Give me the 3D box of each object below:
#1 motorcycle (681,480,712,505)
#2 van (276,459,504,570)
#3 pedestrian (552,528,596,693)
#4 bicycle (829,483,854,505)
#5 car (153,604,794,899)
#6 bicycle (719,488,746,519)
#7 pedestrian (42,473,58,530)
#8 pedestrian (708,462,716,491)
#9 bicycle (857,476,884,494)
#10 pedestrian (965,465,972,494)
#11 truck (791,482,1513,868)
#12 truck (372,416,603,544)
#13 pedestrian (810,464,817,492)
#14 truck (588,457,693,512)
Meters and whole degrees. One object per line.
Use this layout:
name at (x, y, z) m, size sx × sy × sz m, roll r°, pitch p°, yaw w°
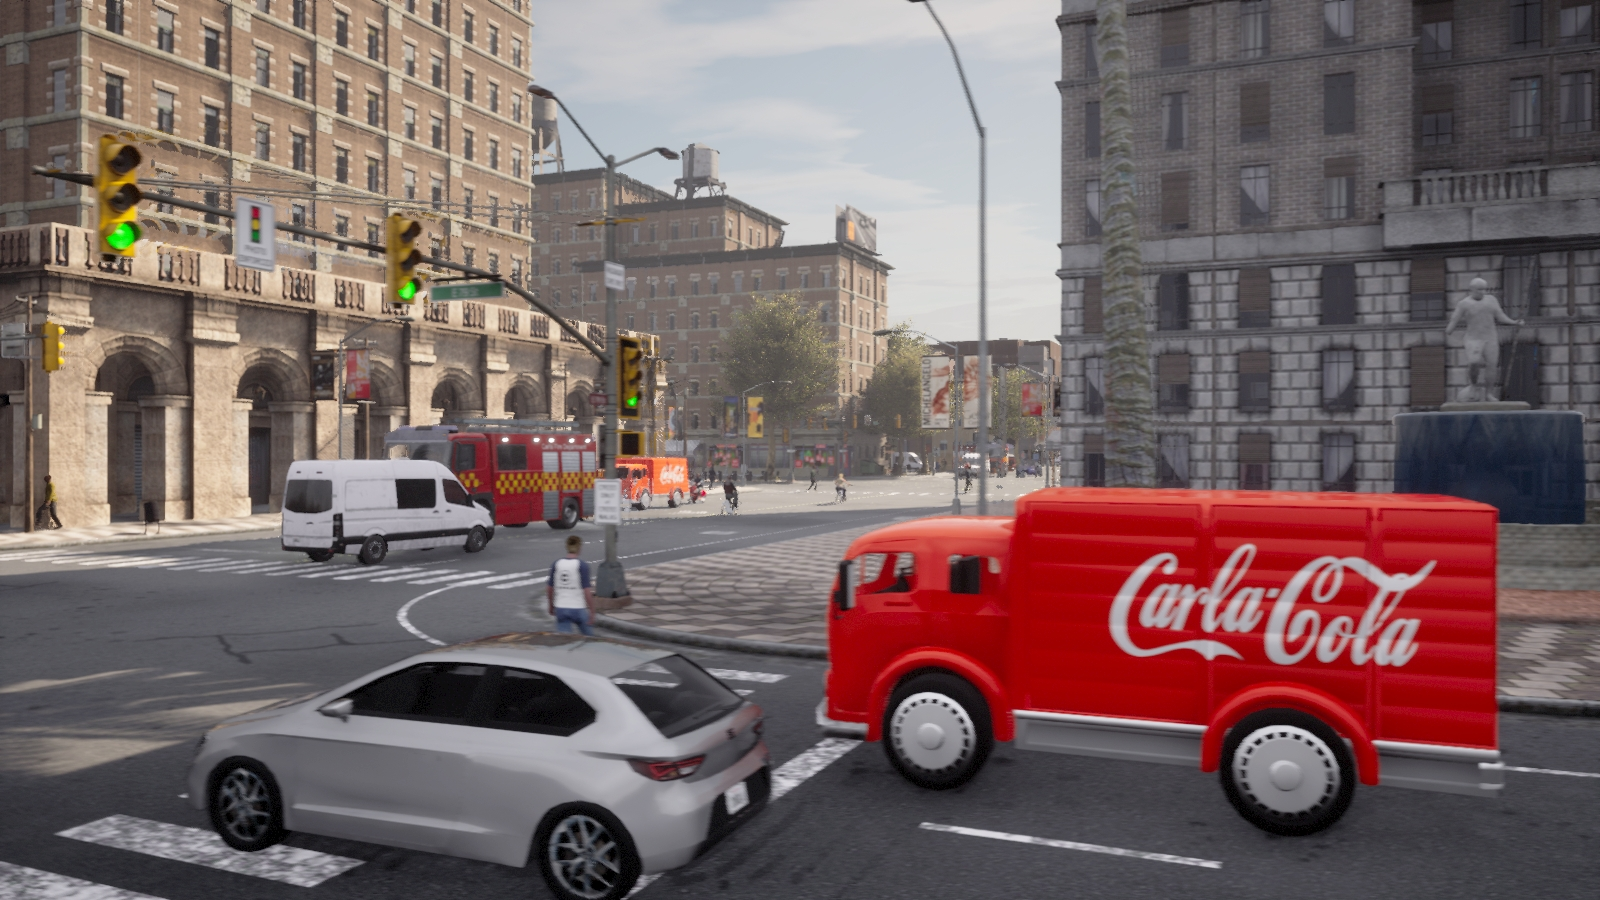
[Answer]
motorcycle at (-5.360, 2.194, 59.495) m, size 0.856 × 1.236 × 1.805 m, roll 0°, pitch 0°, yaw 23°
van at (-10.483, 1.538, 29.829) m, size 1.988 × 2.561 × 5.915 m, roll 0°, pitch 0°, yaw 25°
pedestrian at (-2.637, 1.852, 13.319) m, size 0.375 × 1.860 × 0.375 m, roll 0°, pitch 0°, yaw 15°
bicycle at (2.164, 2.270, 59.339) m, size 0.859 × 1.080 × 1.487 m, roll 0°, pitch 0°, yaw 23°
car at (-2.330, 2.067, 8.218) m, size 4.193 × 1.474 × 1.816 m, roll 0°, pitch 0°, yaw 21°
bicycle at (-2.801, 2.220, 47.545) m, size 0.329 × 1.171 × 1.835 m, roll 0°, pitch 0°, yaw 23°
pedestrian at (-24.682, 1.699, 37.601) m, size 0.375 × 1.860 × 0.375 m, roll 0°, pitch 0°, yaw -43°
pedestrian at (-5.670, 1.711, 73.365) m, size 0.375 × 1.860 × 0.375 m, roll 0°, pitch 0°, yaw 43°
bicycle at (4.523, 2.240, 73.247) m, size 1.835 × 1.171 × 0.329 m, roll 1°, pitch -8°, yaw -37°
pedestrian at (10.681, 1.866, 72.442) m, size 0.375 × 1.860 × 0.375 m, roll 0°, pitch 0°, yaw 19°
truck at (2.828, 1.571, 9.833) m, size 5.204 × 2.467 × 2.627 m, roll 0°, pitch 0°, yaw 21°
truck at (-10.188, 0.897, 38.501) m, size 2.891 × 3.827 × 8.468 m, roll 0°, pitch 0°, yaw 23°
pedestrian at (0.913, 1.866, 75.816) m, size 0.375 × 1.860 × 0.375 m, roll 0°, pitch 0°, yaw 17°
truck at (-7.501, 1.578, 54.394) m, size 2.627 × 2.467 × 5.204 m, roll 0°, pitch 0°, yaw 23°
